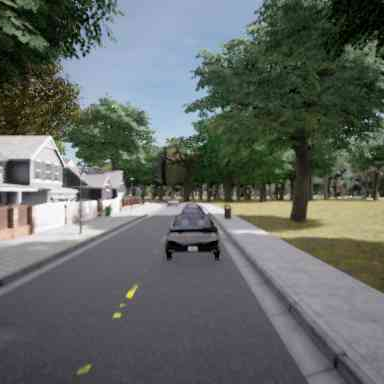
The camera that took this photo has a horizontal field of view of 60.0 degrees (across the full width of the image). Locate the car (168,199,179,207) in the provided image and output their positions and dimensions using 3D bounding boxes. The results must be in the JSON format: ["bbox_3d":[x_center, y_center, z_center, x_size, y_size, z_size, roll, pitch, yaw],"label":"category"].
[{"bbox_3d":[-3.232,1.872,57.857,1.895,1.301,4.718,0,0,-4],"label":"car"}]

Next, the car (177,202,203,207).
[{"bbox_3d":[0.069,1.675,28.104,1.994,1.385,4.181,0,0,0],"label":"car"}]

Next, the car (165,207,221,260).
[{"bbox_3d":[0.053,1.534,12.614,2.128,1.511,4.902,0,0,1],"label":"car"}]
